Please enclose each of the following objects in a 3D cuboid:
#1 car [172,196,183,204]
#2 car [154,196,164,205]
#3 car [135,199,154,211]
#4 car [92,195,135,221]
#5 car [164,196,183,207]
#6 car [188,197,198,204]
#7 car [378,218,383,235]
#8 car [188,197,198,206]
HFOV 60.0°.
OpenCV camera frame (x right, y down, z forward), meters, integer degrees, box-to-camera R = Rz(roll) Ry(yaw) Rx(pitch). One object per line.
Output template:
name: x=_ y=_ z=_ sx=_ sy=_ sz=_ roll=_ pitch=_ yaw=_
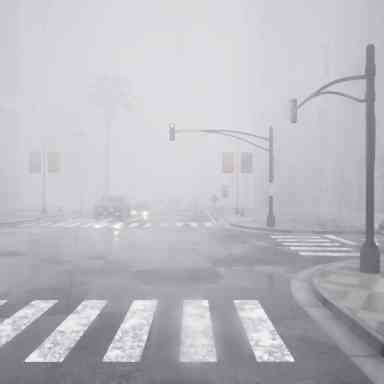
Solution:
car: x=-3.016 y=1.641 z=70.631 sx=2.097 sy=1.767 sz=4.553 roll=0 pitch=-1 yaw=0
car: x=-6.349 y=1.720 z=64.216 sx=2.128 sy=1.511 sz=4.902 roll=0 pitch=-1 yaw=0
car: x=-6.493 y=1.671 z=42.800 sx=1.895 sy=1.301 sz=4.718 roll=0 pitch=0 yaw=0
car: x=-6.540 y=1.238 z=27.754 sx=2.150 sy=2.045 sz=5.566 roll=0 pitch=0 yaw=0
car: x=-3.013 y=1.700 z=55.436 sx=2.033 sy=1.411 sz=5.357 roll=0 pitch=0 yaw=0
car: x=0.172 y=1.705 z=69.827 sx=2.033 sy=1.411 sz=5.357 roll=0 pitch=-1 yaw=0
car: x=11.613 y=1.415 z=16.127 sx=4.553 sy=1.767 sz=2.097 roll=0 pitch=0 yaw=1
car: x=0.198 y=1.791 z=59.822 sx=1.895 sy=1.301 sz=4.718 roll=0 pitch=0 yaw=1
